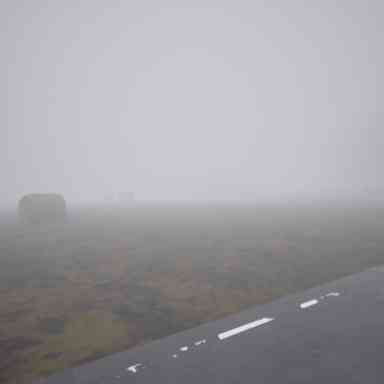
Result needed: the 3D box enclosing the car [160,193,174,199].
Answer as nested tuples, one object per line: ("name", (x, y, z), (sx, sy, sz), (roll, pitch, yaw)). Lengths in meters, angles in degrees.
("car", (-6.539, 0.934, 86.168), (2.128, 1.511, 4.902), (-4, 2, -35))
